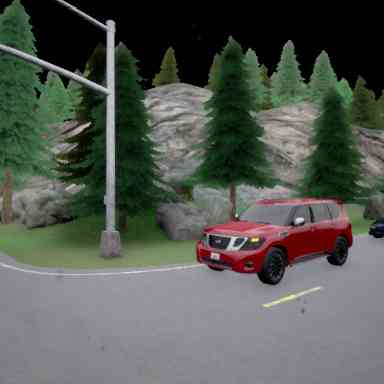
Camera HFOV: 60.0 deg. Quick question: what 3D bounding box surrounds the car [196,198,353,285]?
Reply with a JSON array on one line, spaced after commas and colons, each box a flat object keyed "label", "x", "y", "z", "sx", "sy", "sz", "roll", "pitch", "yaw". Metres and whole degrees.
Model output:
[{"label": "car", "x": 2.696, "y": 1.225, "z": 9.937, "sx": 5.566, "sy": 2.045, "sz": 2.150, "roll": 0, "pitch": 0, "yaw": -40}]

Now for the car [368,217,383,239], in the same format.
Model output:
[{"label": "car", "x": 10.777, "y": 1.559, "z": 16.526, "sx": 5.357, "sy": 1.411, "sz": 2.033, "roll": 0, "pitch": 0, "yaw": -39}]
